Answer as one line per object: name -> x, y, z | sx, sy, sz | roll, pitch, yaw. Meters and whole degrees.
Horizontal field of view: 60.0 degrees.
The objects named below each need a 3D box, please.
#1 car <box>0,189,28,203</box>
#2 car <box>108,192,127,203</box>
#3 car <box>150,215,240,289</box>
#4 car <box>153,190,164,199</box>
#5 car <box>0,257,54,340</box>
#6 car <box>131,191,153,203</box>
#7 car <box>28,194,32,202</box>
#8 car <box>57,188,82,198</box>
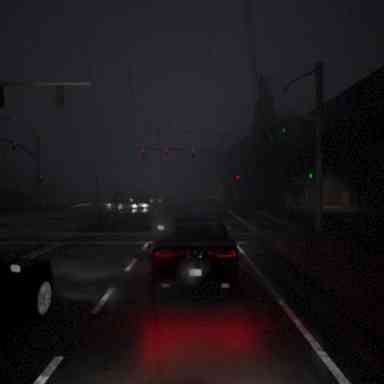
car -> -24.955, 0.494, 44.241 | 4.605, 1.855, 1.932 | 0, 1, 0
car -> -10.644, 0.792, 47.792 | 1.837, 1.490, 4.892 | 0, 1, 1
car -> 0.068, 1.345, 8.799 | 1.882, 1.535, 5.008 | 0, 1, 0
car -> -6.690, 0.404, 63.624 | 2.097, 1.767, 4.553 | 0, 1, 2
car -> -3.440, 1.415, 4.068 | 1.882, 1.535, 5.008 | 0, 1, 0
car -> -7.159, 0.897, 47.205 | 1.895, 1.301, 4.718 | 0, 1, 1
car -> -24.898, 0.454, 47.135 | 3.866, 1.878, 1.905 | 0, 1, 0
car -> -24.916, 0.162, 66.757 | 3.866, 1.878, 1.905 | 0, 1, 0
